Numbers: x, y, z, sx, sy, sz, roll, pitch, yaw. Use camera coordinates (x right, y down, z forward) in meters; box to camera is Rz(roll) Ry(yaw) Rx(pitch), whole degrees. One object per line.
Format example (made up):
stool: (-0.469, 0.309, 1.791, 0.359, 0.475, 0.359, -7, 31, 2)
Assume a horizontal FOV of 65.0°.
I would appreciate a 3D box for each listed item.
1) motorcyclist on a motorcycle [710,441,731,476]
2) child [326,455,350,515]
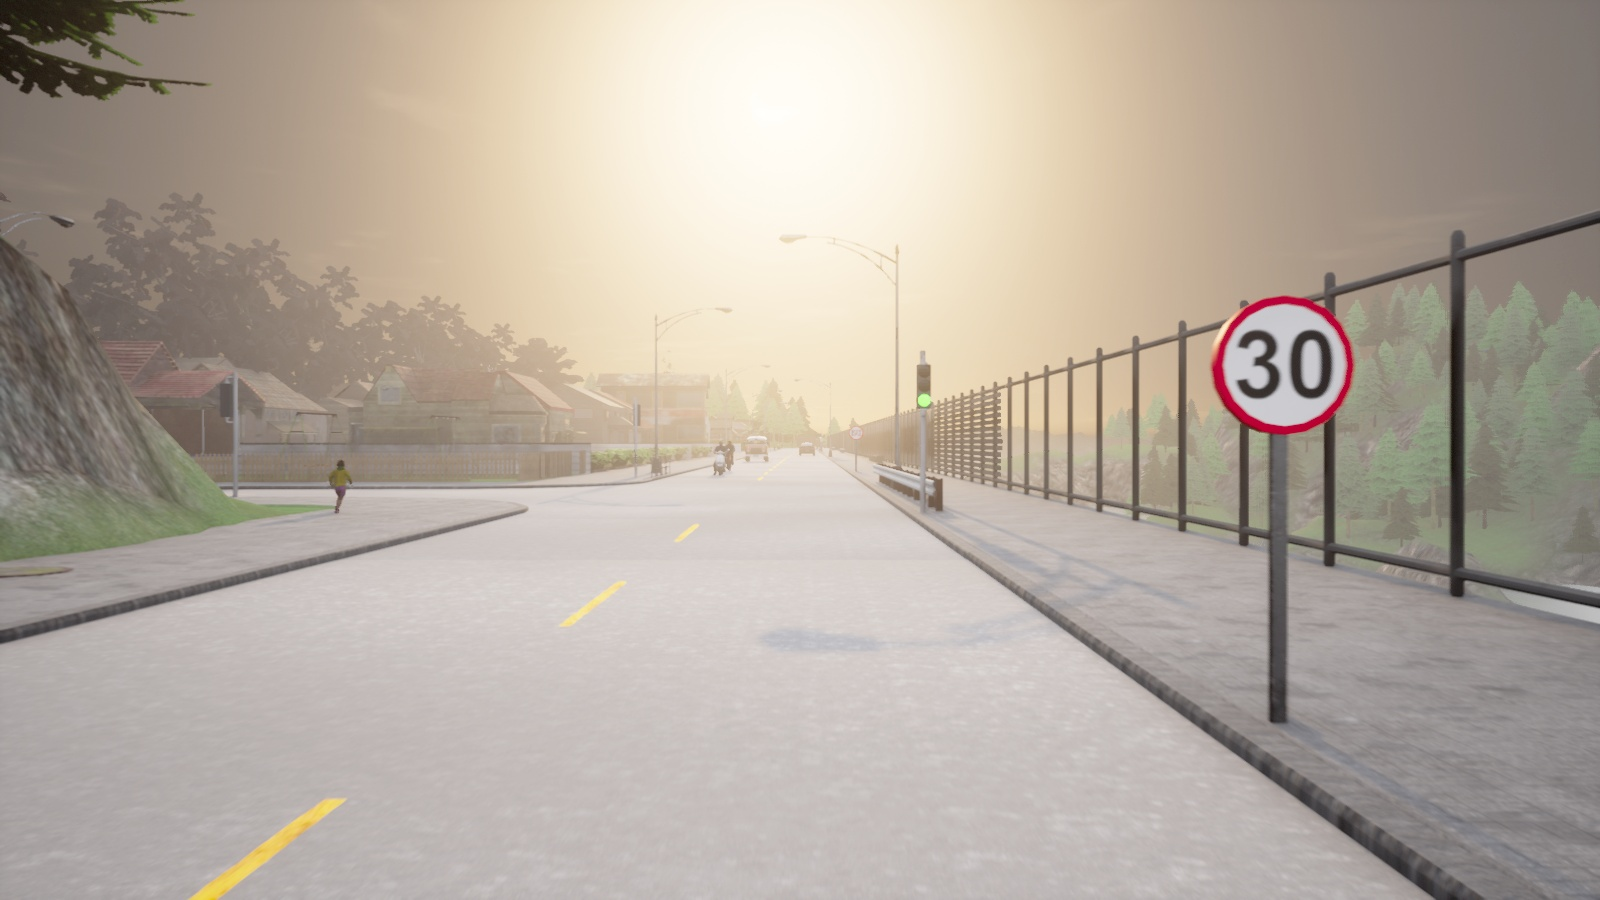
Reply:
motorcyclist on a motorcycle: (-3.651, 0.372, 57.685, 0.866, 1.590, 1.817, 0, 0, 0)
child: (-9.126, 0.689, 24.793, 0.299, 1.160, 0.473, 0, 0, 0)
